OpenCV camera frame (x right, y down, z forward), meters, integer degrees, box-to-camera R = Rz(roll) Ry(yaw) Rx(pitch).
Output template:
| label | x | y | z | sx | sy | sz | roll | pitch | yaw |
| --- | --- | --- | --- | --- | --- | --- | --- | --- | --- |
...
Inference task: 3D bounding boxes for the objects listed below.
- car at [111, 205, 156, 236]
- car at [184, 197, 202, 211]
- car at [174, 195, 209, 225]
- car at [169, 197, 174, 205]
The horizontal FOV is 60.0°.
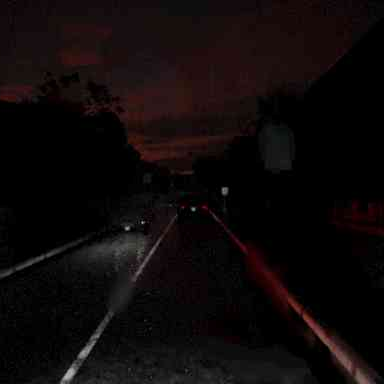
| label | x | y | z | sx | sy | sz | roll | pitch | yaw |
| --- | --- | --- | --- | --- | --- | --- | --- | --- | --- |
| car | -3.096 | 1.489 | 18.355 | 2.128 | 1.511 | 4.902 | 0 | 0 | 0 |
| car | 0.107 | 1.485 | 42.005 | 2.128 | 1.511 | 4.902 | 0 | 0 | 0 |
| car | 0.102 | 1.220 | 24.437 | 2.150 | 2.045 | 5.566 | 0 | 0 | 0 |
| car | -3.077 | 1.535 | 59.989 | 2.033 | 1.411 | 5.357 | 0 | 0 | 0 |
